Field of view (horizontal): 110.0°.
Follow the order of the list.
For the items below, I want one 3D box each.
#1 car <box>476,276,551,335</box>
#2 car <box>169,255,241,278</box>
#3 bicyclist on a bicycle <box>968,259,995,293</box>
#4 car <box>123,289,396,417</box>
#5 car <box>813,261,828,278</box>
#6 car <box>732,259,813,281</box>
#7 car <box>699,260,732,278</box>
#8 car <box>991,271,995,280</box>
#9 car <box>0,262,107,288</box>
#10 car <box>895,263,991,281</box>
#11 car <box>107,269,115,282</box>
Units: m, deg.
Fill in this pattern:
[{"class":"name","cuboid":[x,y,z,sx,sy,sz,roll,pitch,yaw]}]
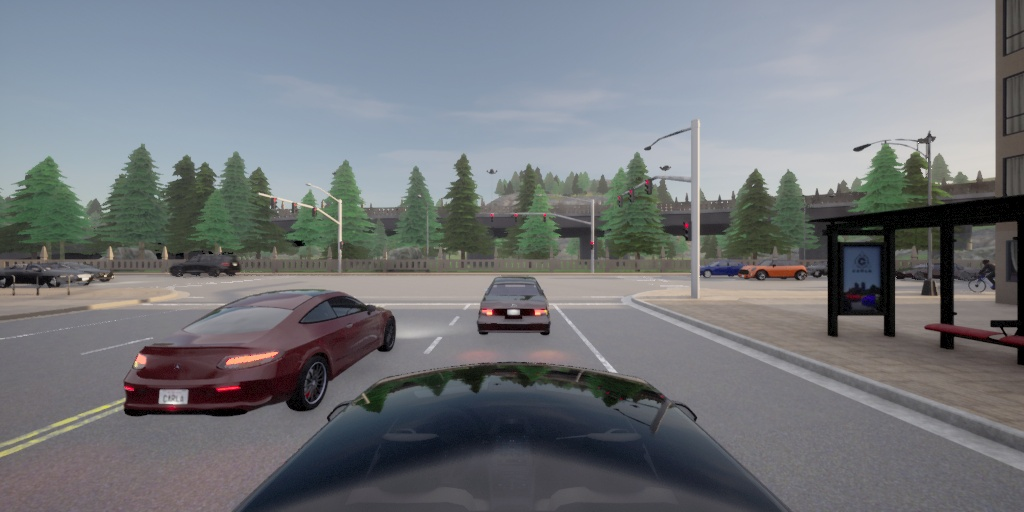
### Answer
[{"class":"car","cuboid":[0.087,1.296,10.464,2.033,1.411,5.357,0,0,1]},{"class":"car","cuboid":[-28.244,0.911,33.137,5.566,2.045,2.150,0,0,1]},{"class":"bicyclist on a bicycle","cuboid":[22.755,0.993,17.059,0.582,1.620,1.656,0,0,1]},{"class":"car","cuboid":[-3.447,1.275,5.969,1.812,1.442,4.674,0,0,0]},{"class":"car","cuboid":[28.286,1.181,32.146,4.902,1.511,2.128,0,0,4]},{"class":"car","cuboid":[20.951,1.042,28.973,4.553,1.767,2.097,0,0,2]},{"class":"car","cuboid":[18.905,1.167,32.527,5.008,1.535,1.882,0,0,1]},{"class":"car","cuboid":[40.910,1.252,29.536,4.181,1.385,1.994,0,0,22]},{"class":"car","cuboid":[-29.177,1.183,22.392,4.902,1.511,2.128,0,0,-2]},{"class":"car","cuboid":[33.182,1.238,28.257,5.357,1.411,2.033,0,0,9]},{"class":"car","cuboid":[-31.827,1.195,25.946,4.892,1.490,1.837,0,0,1]}]
